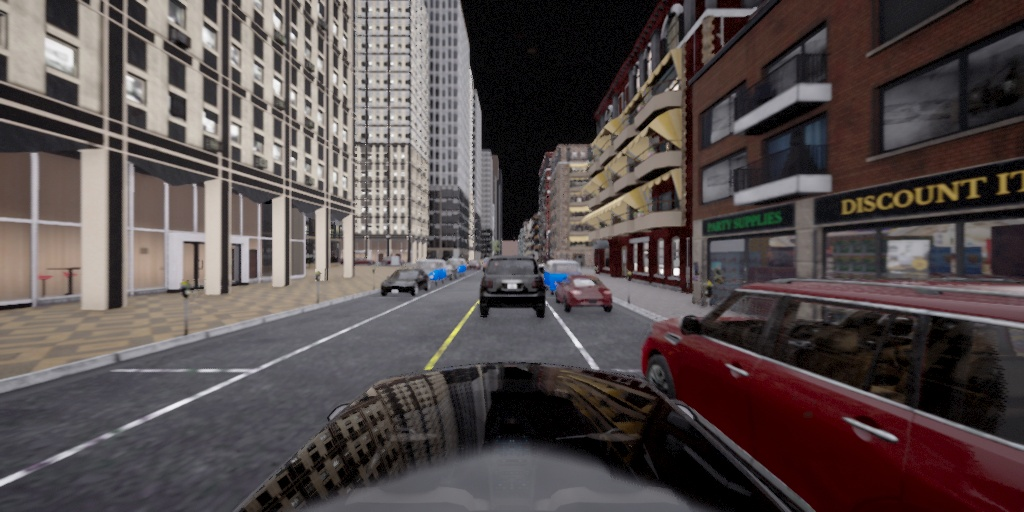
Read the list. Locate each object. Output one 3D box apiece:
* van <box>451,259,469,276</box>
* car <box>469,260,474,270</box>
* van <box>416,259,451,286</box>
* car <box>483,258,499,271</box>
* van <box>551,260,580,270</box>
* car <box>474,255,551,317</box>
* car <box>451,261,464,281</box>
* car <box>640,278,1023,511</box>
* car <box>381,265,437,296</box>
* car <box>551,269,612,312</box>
[{"bbox_3d":[-5.693,1.161,36.570,1.690,1.789,3.998,0,0,0],"label":"van"},{"bbox_3d":[-5.695,1.300,53.516,1.967,1.591,4.097,0,0,0],"label":"car"},{"bbox_3d":[-5.693,1.136,25.273,1.690,1.789,3.998,0,0,0],"label":"van"},{"bbox_3d":[-3.051,1.209,52.473,2.097,1.767,4.553,0,0,1],"label":"car"},{"bbox_3d":[2.689,1.125,19.625,1.690,1.789,3.998,0,0,0],"label":"van"},{"bbox_3d":[0.034,0.995,13.423,2.150,2.045,5.566,0,0,1],"label":"car"},{"bbox_3d":[-5.693,1.358,30.922,2.007,1.370,4.403,0,0,0],"label":"car"},{"bbox_3d":[2.690,1.067,2.680,2.192,1.841,5.009,0,0,0],"label":"car"},{"bbox_3d":[-5.692,1.350,19.625,1.948,1.339,4.313,0,0,0],"label":"car"},{"bbox_3d":[2.689,1.355,13.977,1.802,1.307,4.207,0,0,0],"label":"car"}]
